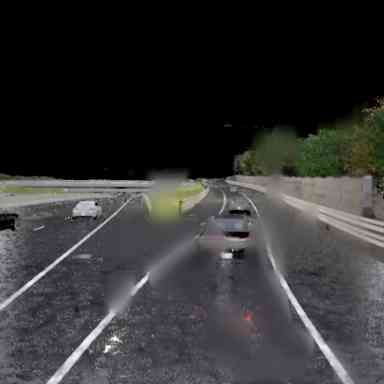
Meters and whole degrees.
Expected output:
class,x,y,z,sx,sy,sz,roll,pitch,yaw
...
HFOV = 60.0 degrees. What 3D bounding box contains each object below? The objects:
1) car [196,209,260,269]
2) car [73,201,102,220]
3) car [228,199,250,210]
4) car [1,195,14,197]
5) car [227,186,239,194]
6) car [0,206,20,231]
class,x,y,z,sx,sy,sz,roll,pitch,yaw
car,1.284,1.550,11.415,2.128,1.511,4.902,1,-1,8
car,-8.522,1.449,27.338,1.812,1.442,4.674,0,0,-8
car,4.482,1.303,31.410,1.994,1.385,4.181,0,2,8
car,-30.426,1.153,54.790,2.033,1.411,5.357,0,0,-8
car,7.824,-0.369,63.206,2.128,1.511,4.902,0,3,3
car,-10.420,1.425,16.959,2.128,1.511,4.902,0,0,-8
